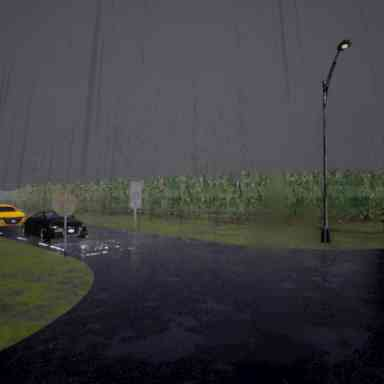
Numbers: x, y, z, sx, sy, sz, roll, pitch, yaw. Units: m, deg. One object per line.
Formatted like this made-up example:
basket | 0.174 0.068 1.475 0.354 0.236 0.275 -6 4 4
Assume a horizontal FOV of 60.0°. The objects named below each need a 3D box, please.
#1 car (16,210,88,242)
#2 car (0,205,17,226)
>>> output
car | -7.097 1.664 17.069 4.181 1.385 1.994 0 -1 45
car | -13.279 1.633 23.233 5.008 1.535 1.882 0 -1 45
